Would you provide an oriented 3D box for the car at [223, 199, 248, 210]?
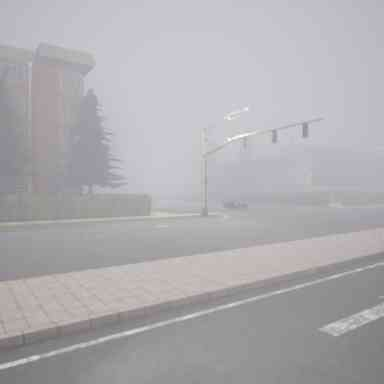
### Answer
[{"bbox_3d":[5.400,1.581,41.899,1.895,1.301,4.718,0,0,-11],"label":"car"}]

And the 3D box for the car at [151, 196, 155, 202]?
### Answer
[{"bbox_3d":[-9.953,1.523,74.144,1.994,1.385,4.181,0,0,-35],"label":"car"}]
